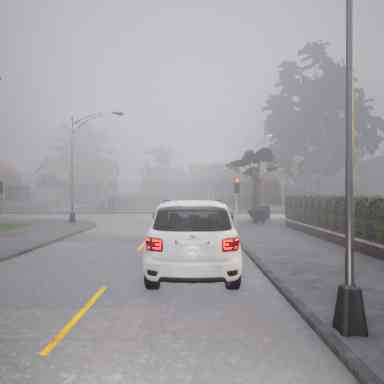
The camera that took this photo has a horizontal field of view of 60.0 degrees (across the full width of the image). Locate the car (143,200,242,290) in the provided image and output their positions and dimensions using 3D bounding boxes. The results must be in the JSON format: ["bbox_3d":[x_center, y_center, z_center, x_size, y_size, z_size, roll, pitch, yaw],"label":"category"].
[{"bbox_3d":[0.026,1.221,9.227,2.150,2.045,5.566,0,0,0],"label":"car"}]
